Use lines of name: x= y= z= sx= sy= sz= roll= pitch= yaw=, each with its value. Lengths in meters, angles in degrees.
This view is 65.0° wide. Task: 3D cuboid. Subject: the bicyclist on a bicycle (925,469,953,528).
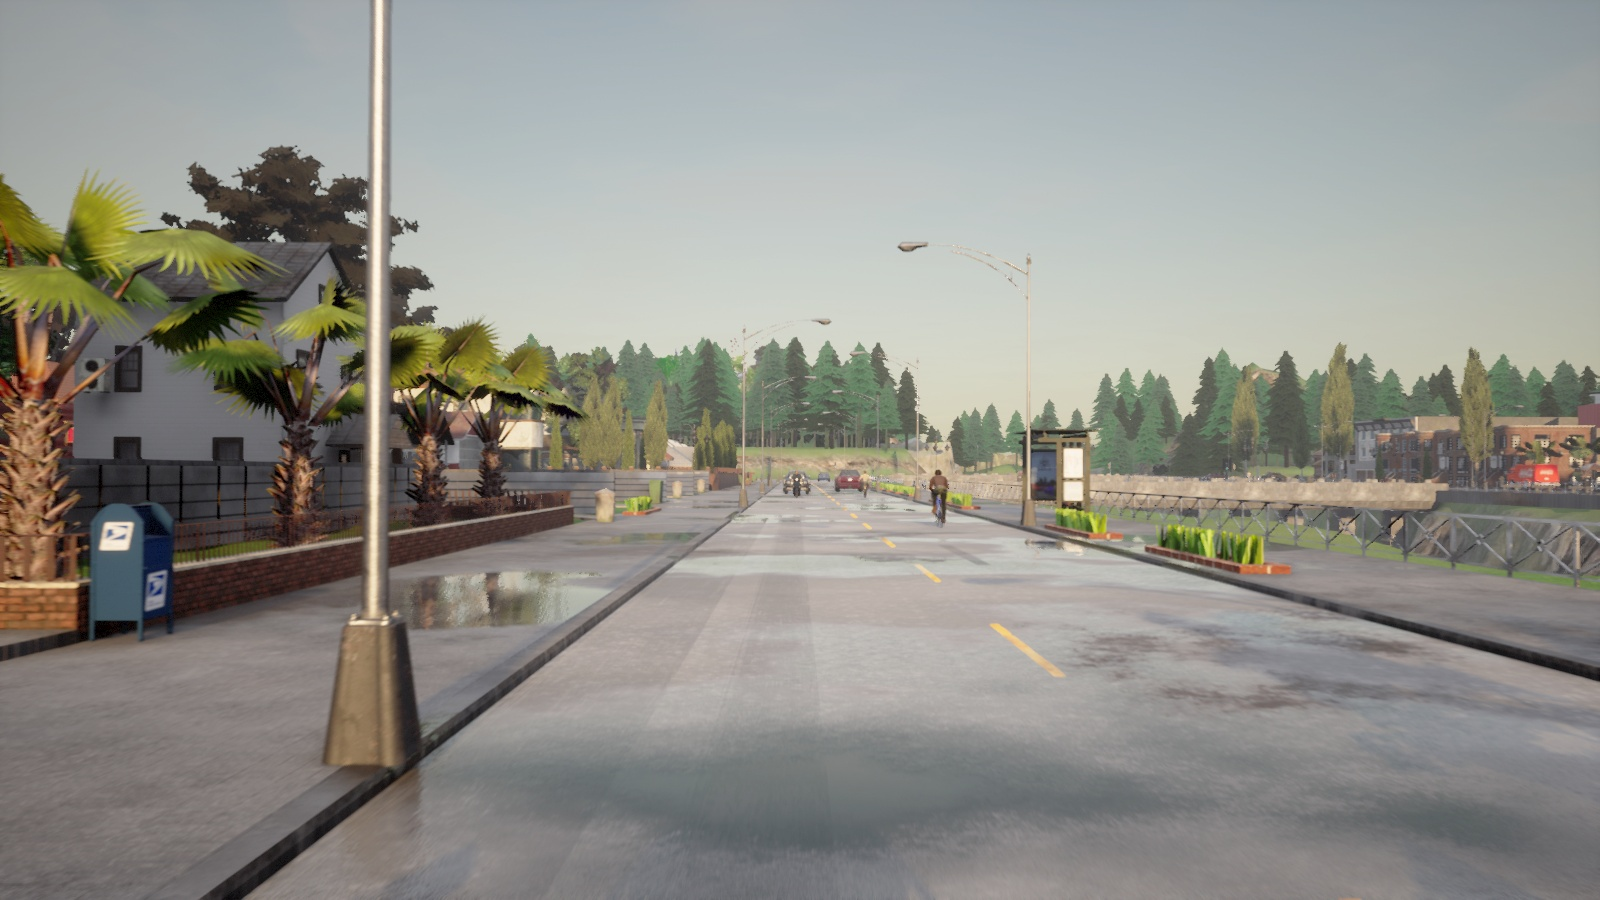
bicyclist on a bicycle: x=3.917 y=1.345 z=35.463 sx=0.582 sy=1.620 sz=1.656 roll=0 pitch=-1 yaw=0

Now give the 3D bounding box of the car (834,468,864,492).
car: x=3.772 y=2.276 z=96.666 sx=2.097 sy=1.767 sz=4.553 roll=0 pitch=-1 yaw=0

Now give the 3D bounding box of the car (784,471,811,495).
car: x=-0.201 y=2.220 z=85.204 sx=1.789 sy=1.549 sz=3.705 roll=0 pitch=-1 yaw=0
